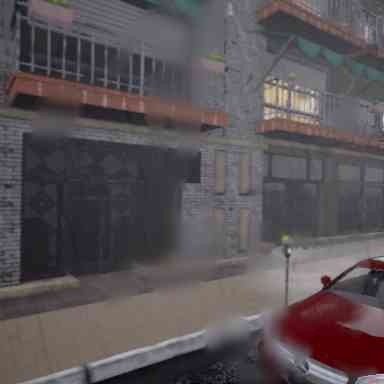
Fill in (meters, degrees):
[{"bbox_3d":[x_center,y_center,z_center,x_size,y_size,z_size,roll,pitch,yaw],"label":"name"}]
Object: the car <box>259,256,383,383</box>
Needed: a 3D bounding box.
[{"bbox_3d":[2.751,1.559,4.314,4.206,1.307,1.802,0,1,-34],"label":"car"}]
